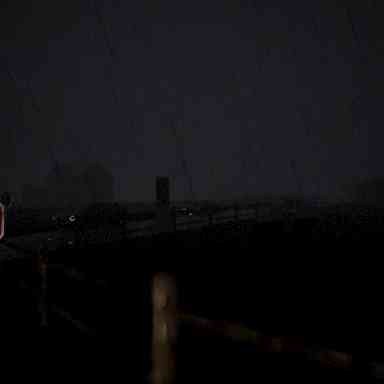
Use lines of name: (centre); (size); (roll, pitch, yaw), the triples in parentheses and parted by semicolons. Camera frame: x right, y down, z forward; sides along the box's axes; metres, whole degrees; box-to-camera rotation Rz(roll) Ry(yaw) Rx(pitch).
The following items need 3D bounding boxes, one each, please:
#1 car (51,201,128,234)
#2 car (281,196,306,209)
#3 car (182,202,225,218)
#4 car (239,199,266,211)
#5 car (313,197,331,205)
car: (-6.011, 1.394, 19.827); (2.097, 1.767, 4.553); (-1, 0, 33)
car: (13.032, 1.225, 42.513); (2.097, 1.767, 4.553); (-1, 0, 34)
car: (1.086, 1.589, 30.262); (1.895, 1.301, 4.718); (-1, 0, 34)
car: (7.155, 1.505, 39.111); (1.994, 1.385, 4.181); (-1, 0, 35)
car: (21.507, 1.398, 54.901); (1.895, 1.301, 4.718); (-1, 0, 34)
